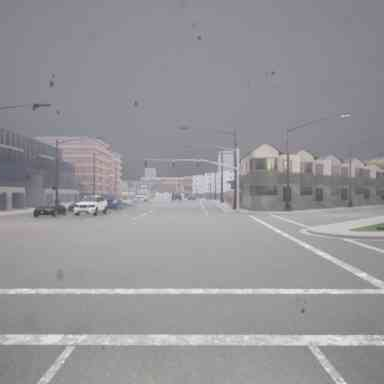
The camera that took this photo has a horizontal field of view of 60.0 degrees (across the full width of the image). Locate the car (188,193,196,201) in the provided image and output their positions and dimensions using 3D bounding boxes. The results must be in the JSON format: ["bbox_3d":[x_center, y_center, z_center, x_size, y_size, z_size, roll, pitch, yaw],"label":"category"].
[{"bbox_3d":[-0.058,1.399,77.791,1.895,1.301,4.718,0,-1,0],"label":"car"}]

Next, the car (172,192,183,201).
[{"bbox_3d":[-3.557,1.030,77.078,2.150,2.045,5.566,0,0,0],"label":"car"}]

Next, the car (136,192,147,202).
[{"bbox_3d":[-10.551,1.060,68.799,2.150,2.045,5.566,0,1,0],"label":"car"}]

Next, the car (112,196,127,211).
[{"bbox_3d":[-10.631,1.663,45.052,1.882,1.535,5.008,0,0,0],"label":"car"}]

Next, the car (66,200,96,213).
[{"bbox_3d":[-14.131,1.751,42.543,2.033,1.411,5.357,0,0,0],"label":"car"}]

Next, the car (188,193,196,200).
[{"bbox_3d":[-0.066,1.115,87.751,2.097,1.767,4.553,0,-1,0],"label":"car"}]

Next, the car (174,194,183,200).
[{"bbox_3d":[-3.566,1.455,87.771,2.128,1.511,4.902,0,-1,0],"label":"car"}]

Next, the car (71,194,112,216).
[{"bbox_3d":[-10.625,1.408,35.315,2.150,2.045,5.566,0,0,1],"label":"car"}]

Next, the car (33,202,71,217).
[{"bbox_3d":[-14.125,1.742,33.308,1.994,1.385,4.181,0,0,0],"label":"car"}]

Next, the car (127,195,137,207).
[{"bbox_3d":[-10.631,1.609,54.239,1.812,1.442,4.674,0,1,0],"label":"car"}]
